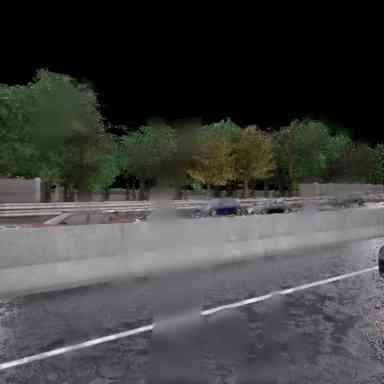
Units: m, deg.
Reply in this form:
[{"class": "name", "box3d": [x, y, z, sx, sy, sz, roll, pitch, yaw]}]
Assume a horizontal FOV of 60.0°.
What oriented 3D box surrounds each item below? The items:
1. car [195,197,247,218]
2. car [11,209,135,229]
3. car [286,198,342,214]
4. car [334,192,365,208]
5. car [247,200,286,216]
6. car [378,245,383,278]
[{"class": "car", "box3d": [2.411, 1.331, 30.421, 4.553, 1.767, 2.097, 0, 0, -38]}, {"class": "car", "box3d": [-4.723, 1.477, 13.497, 5.008, 1.535, 1.882, 0, 0, -35]}, {"class": "car", "box3d": [10.409, 1.513, 28.323, 4.181, 1.385, 1.994, 0, 0, -35]}, {"class": "car", "box3d": [20.515, 1.013, 43.811, 5.566, 2.045, 2.150, 0, 0, -34]}, {"class": "car", "box3d": [6.983, 1.452, 30.089, 4.902, 1.511, 2.128, 0, 0, -35]}, {"class": "car", "box3d": [6.558, 1.506, 8.349, 4.892, 1.490, 1.837, 0, 0, -35]}]
